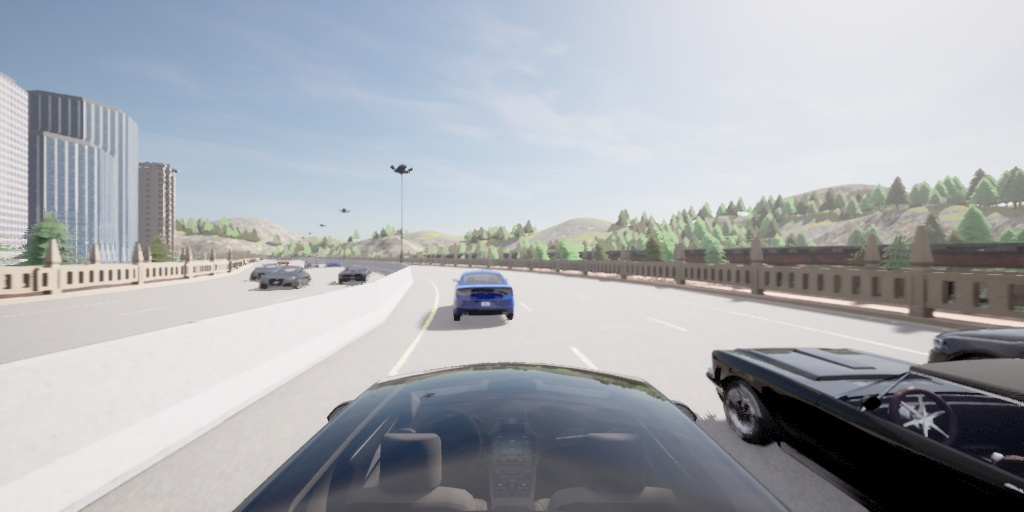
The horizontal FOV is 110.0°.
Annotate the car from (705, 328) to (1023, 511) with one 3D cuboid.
[{"bbox_3d":[3.415,1.349,2.350,1.895,1.301,4.718,0,0,-2],"label":"car"}]

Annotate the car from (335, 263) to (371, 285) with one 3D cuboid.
[{"bbox_3d":[-11.589,1.373,26.618,1.895,1.301,4.718,0,0,-18],"label":"car"}]

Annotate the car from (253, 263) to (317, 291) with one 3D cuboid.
[{"bbox_3d":[-14.051,1.336,22.468,1.994,1.385,4.181,0,0,-16],"label":"car"}]

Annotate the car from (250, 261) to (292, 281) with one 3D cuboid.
[{"bbox_3d":[-20.280,1.344,30.057,1.994,1.385,4.181,0,0,-22],"label":"car"}]

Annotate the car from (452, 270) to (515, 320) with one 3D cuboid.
[{"bbox_3d":[-1.089,1.234,12.777,1.882,1.535,5.008,0,0,-8],"label":"car"}]

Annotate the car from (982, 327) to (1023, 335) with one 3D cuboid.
[{"bbox_3d":[6.836,1.237,3.024,2.128,1.511,4.902,0,0,-2],"label":"car"}]
